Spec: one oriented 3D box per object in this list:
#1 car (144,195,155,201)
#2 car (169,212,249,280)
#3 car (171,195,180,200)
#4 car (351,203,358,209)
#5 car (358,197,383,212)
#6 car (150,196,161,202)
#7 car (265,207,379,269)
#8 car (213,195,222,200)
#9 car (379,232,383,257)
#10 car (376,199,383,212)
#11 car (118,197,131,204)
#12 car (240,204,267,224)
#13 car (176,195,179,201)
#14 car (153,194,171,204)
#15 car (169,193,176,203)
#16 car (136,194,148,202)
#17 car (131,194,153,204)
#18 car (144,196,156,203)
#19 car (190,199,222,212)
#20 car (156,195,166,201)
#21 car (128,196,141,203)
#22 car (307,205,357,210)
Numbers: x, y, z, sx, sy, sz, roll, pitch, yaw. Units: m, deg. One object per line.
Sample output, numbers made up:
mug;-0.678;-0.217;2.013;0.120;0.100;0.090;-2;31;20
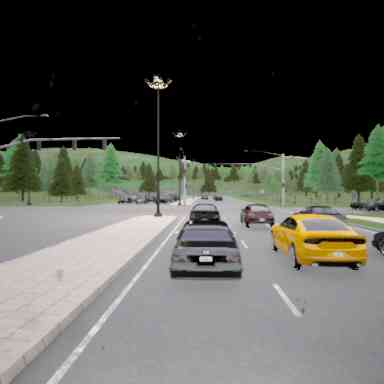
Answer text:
car;-11.619;1.583;90.963;2.033;1.411;5.357;0;0;2
car;0.412;1.553;9.956;2.033;1.411;5.357;0;0;2
car;-4.531;1.579;92.863;2.033;1.411;5.357;0;0;2
car;22.453;1.623;41.741;4.718;1.301;1.895;0;0;3
car;22.238;1.372;38.248;4.553;1.767;2.097;0;0;3
car;-8.568;1.591;79.079;1.994;1.385;4.181;0;0;2
car;3.967;1.483;11.224;1.882;1.535;5.008;0;0;2
car;6.631;1.519;84.088;1.882;1.535;5.008;0;0;2
car;7.412;1.552;9.690;2.033;1.411;5.357;0;0;2
car;22.349;1.619;34.735;4.718;1.301;1.895;0;0;3
car;-12.709;1.594;63.250;1.994;1.385;4.181;0;0;3
car;4.376;1.537;22.573;1.812;1.442;4.674;0;0;3
car;-4.938;1.265;82.460;2.150;2.045;5.566;0;0;2
car;-5.710;1.631;63.232;1.895;1.301;4.718;0;0;3
car;-5.326;1.390;72.167;2.097;1.767;4.553;0;0;2
car;-12.008;1.394;80.728;2.097;1.767;4.553;0;0;2
car;-9.268;1.521;62.115;2.128;1.511;4.902;0;0;3
car;-8.874;1.587;70.967;1.994;1.385;4.181;0;0;2
car;0.845;1.489;21.863;1.882;1.535;5.008;0;0;3
car;-8.184;1.568;89.206;2.128;1.511;4.902;0;0;2
car;-12.342;1.559;71.871;1.812;1.442;4.674;0;0;2
car;7.791;1.558;20.549;2.033;1.411;5.357;0;0;3
